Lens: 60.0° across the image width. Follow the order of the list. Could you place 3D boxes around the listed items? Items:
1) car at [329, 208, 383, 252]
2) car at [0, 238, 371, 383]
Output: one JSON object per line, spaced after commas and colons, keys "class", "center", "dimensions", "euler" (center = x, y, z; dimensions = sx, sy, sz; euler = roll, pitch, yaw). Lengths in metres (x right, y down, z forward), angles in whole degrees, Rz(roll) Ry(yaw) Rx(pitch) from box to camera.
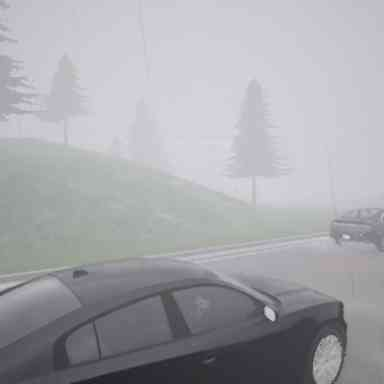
{"class": "car", "center": [7.550, 1.397, 13.429], "dimensions": [4.902, 1.511, 2.128], "euler": [0, 0, -35]}
{"class": "car", "center": [-0.338, 1.466, 3.504], "dimensions": [5.008, 1.535, 1.882], "euler": [0, 0, -36]}
